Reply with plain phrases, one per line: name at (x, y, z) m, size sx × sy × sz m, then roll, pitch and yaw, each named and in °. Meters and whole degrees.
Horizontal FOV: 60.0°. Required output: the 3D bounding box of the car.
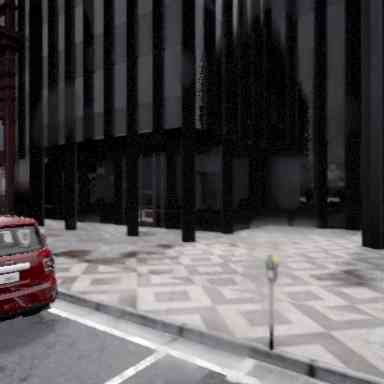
car at (-4.590, 1.345, 6.237) m, size 5.009 × 1.841 × 2.192 m, roll 0°, pitch 0°, yaw 36°
